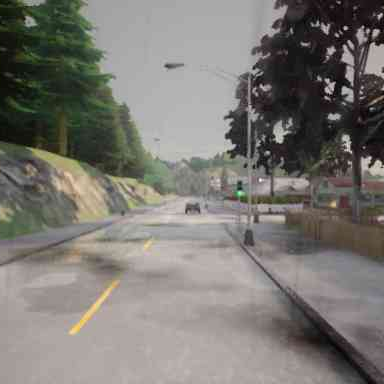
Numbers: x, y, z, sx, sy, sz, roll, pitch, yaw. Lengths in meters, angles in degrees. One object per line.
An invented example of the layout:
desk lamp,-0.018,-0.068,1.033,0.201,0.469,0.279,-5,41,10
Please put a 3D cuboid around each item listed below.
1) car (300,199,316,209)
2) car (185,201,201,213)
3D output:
car,15.800,1.646,46.643,1.994,1.381,4.181,0,0,0
car,0.105,1.839,42.166,1.812,1.442,4.674,0,0,0
